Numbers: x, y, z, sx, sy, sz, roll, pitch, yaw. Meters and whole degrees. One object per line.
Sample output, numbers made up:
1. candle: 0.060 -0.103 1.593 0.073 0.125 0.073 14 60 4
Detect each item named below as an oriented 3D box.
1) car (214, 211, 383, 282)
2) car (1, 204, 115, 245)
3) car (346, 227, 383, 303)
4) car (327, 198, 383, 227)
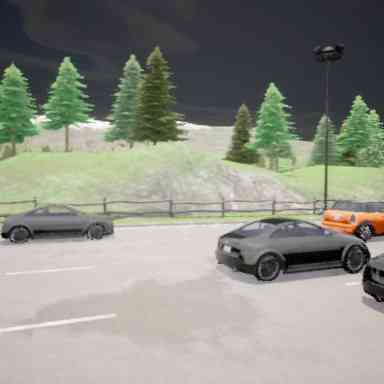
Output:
1. car: 2.730 1.399 9.061 4.181 1.385 1.994 0 1 -22
2. car: -5.272 1.203 13.385 4.181 1.385 1.994 0 1 -22
3. car: 5.387 1.492 6.359 4.181 1.385 1.994 0 1 -22
4. car: 8.157 1.133 15.012 4.553 1.767 2.097 0 1 -22
